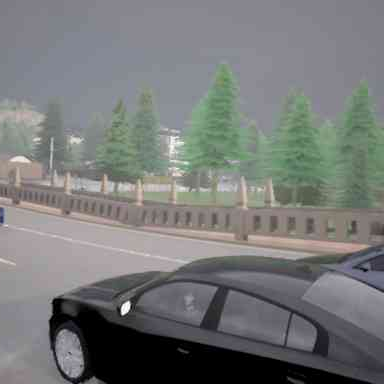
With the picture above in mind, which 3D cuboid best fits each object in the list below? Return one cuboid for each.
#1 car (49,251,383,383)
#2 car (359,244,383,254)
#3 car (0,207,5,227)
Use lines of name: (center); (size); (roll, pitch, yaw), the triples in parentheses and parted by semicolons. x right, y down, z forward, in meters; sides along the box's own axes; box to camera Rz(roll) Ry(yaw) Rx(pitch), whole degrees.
car: (0.408, 1.480, 3.702); (5.008, 1.535, 1.882); (0, 0, 36)
car: (3.583, 1.563, 5.736); (4.181, 1.385, 1.994); (0, 0, 36)
car: (-10.994, 0.888, 16.091); (5.008, 1.535, 1.882); (5, 3, 35)
